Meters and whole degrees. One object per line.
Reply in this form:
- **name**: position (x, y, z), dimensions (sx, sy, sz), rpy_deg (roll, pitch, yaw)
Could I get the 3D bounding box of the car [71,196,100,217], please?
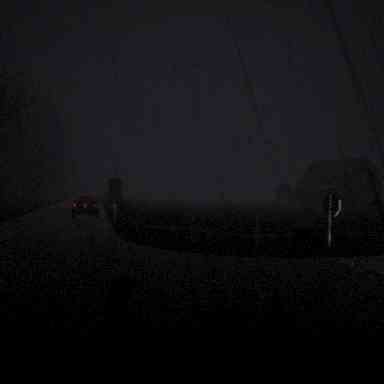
- **car**: position (-8.909, 1.105, 28.005), dimensions (2.097, 1.767, 4.553), rpy_deg (2, 0, -16)
